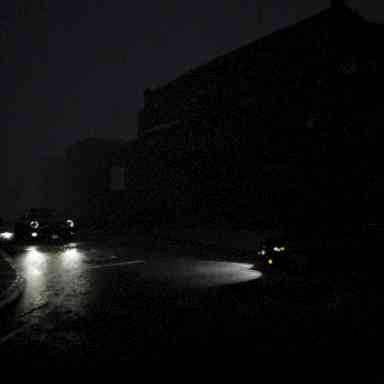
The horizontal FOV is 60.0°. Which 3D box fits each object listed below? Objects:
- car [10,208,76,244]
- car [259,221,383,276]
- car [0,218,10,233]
[{"bbox_3d":[-7.474,1.580,16.730,2.097,1.767,4.553,1,-4,-36],"label":"car"},{"bbox_3d":[4.120,1.583,9.848,4.181,1.385,1.994,-1,-2,0],"label":"car"},{"bbox_3d":[-18.382,3.146,31.466,1.994,1.385,4.181,1,-4,-36],"label":"car"}]
